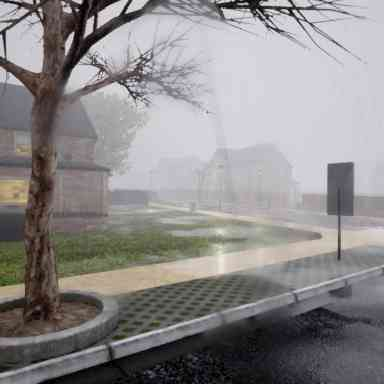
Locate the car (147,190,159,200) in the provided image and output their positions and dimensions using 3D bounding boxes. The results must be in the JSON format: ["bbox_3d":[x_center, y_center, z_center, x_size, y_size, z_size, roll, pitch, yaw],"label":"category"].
[{"bbox_3d":[-6.673,0.503,51.842,1.837,1.490,4.892,1,1,-28],"label":"car"}]

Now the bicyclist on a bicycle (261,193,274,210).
[{"bbox_3d":[7.245,0.883,31.915,1.656,1.620,0.582,1,1,-28],"label":"bicyclist on a bicycle"}]
